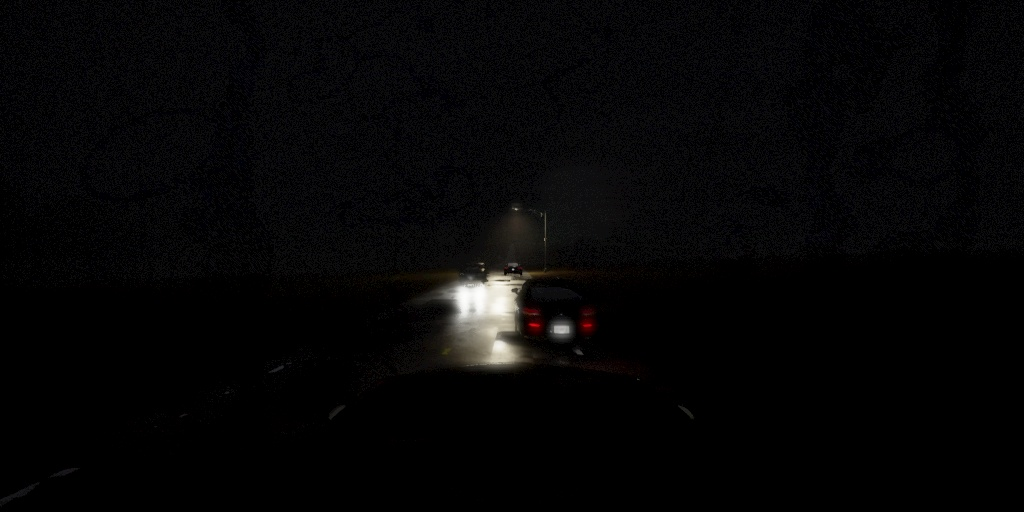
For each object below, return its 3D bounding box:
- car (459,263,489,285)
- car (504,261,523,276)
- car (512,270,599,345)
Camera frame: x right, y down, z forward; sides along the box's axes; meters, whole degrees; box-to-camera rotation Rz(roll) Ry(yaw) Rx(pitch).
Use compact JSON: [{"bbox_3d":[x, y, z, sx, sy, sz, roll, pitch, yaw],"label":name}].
[{"bbox_3d":[-2.711,1.251,26.278,2.128,1.511,4.902,0,0,0],"label":"car"},{"bbox_3d":[0.133,1.370,38.920,1.994,1.385,4.181,0,0,1],"label":"car"},{"bbox_3d":[0.976,1.271,9.312,1.812,1.442,4.674,0,0,0],"label":"car"}]
